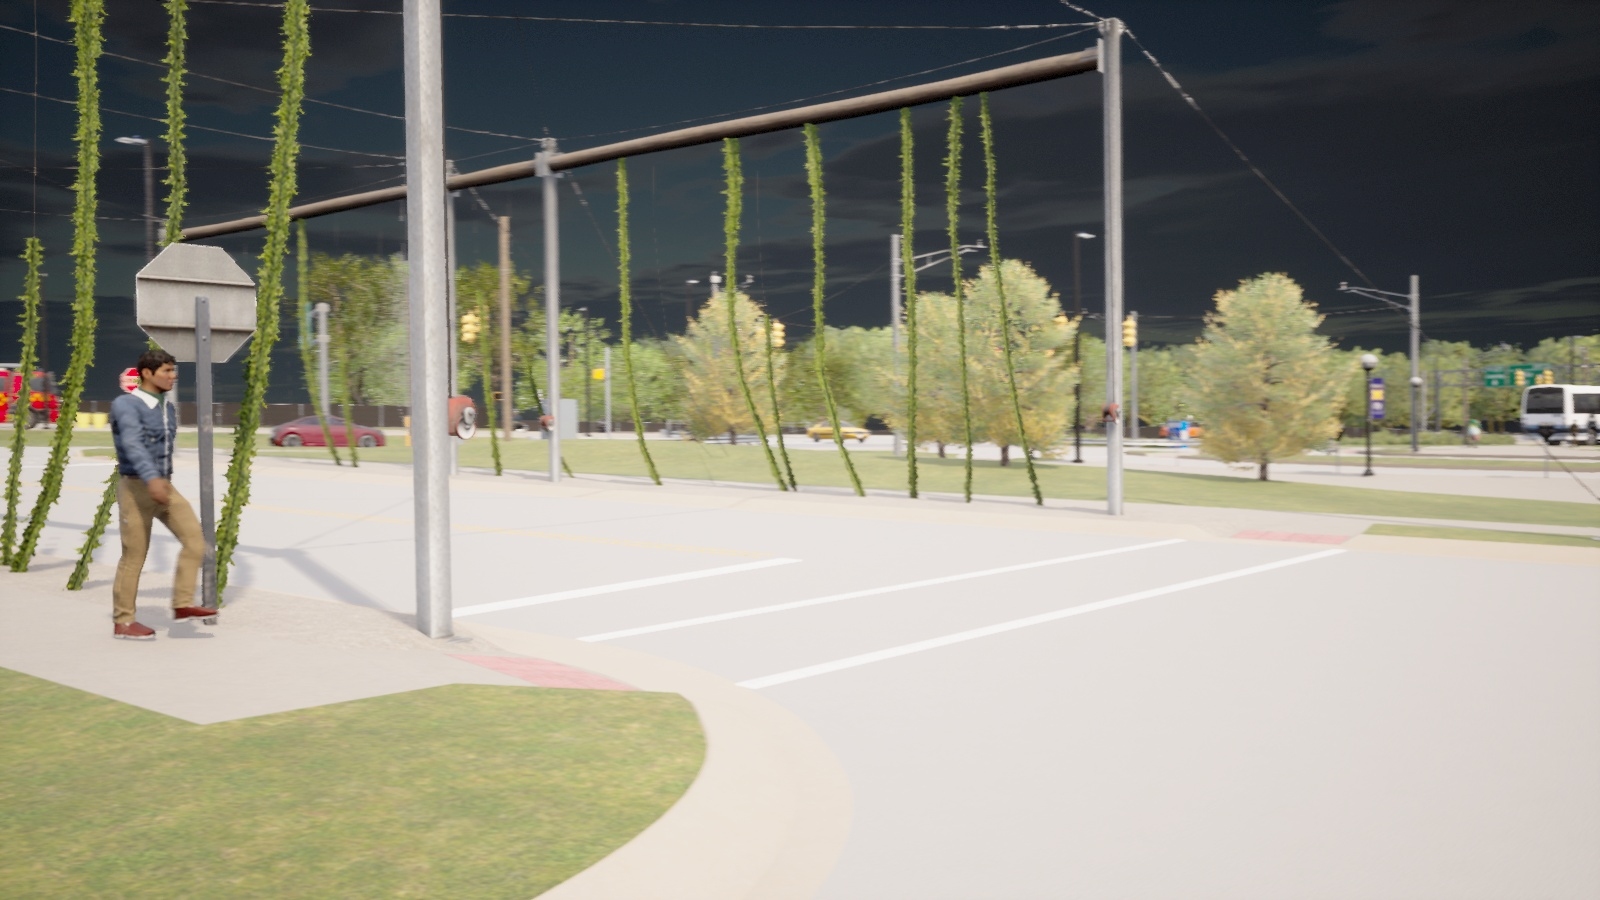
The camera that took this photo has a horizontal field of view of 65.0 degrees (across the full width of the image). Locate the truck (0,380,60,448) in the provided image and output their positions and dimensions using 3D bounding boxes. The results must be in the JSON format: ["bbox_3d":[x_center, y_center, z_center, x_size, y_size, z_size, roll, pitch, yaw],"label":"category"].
[{"bbox_3d":[-47.105,-2.010,71.431,8.468,3.827,2.891,-1,1,-29],"label":"truck"}]

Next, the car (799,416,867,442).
[{"bbox_3d":[2.050,-1.303,80.069,1.801,1.575,5.366,-2,1,-30],"label":"car"}]

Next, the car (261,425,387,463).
[{"bbox_3d":[-18.042,-0.235,47.596,4.181,1.385,1.994,-1,0,-29],"label":"car"}]

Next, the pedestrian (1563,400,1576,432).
[{"bbox_3d":[46.982,-2.079,76.677,0.692,1.930,0.395,-3,1,-30],"label":"pedestrian"}]

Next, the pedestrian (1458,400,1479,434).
[{"bbox_3d":[38.491,-1.905,72.285,0.873,1.952,0.659,-3,1,-27],"label":"pedestrian"}]

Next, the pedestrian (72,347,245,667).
[{"bbox_3d":[-4.035,0.356,7.922,0.788,1.949,0.423,-2,1,10],"label":"pedestrian"}]
